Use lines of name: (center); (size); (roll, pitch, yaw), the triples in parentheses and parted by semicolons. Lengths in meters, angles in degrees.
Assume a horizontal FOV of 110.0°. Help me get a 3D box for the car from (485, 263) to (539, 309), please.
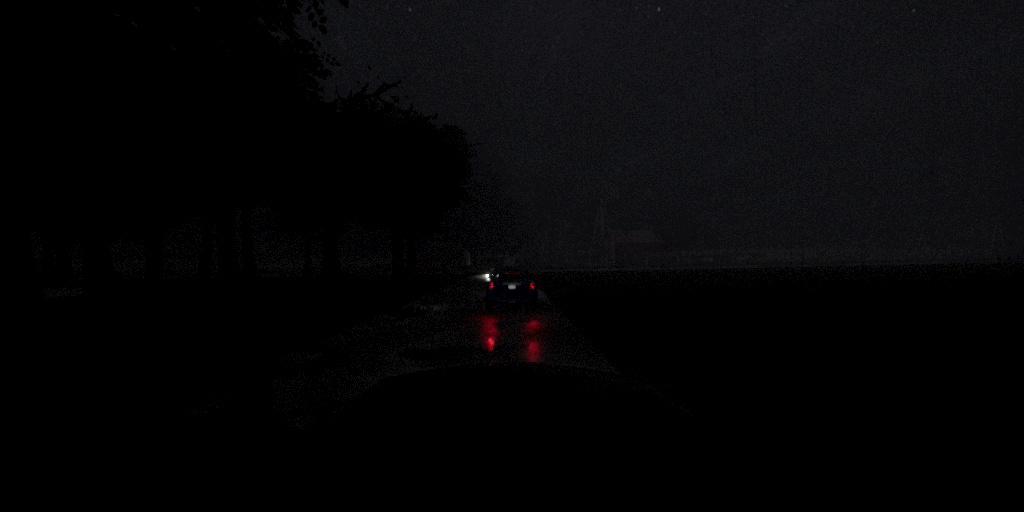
car: (0.001, 1.245, 15.916); (2.097, 1.767, 4.553); (0, -1, 0)

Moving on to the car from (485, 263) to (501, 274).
car: (-2.754, 1.833, 52.306); (2.128, 1.511, 4.902); (0, -1, 0)
